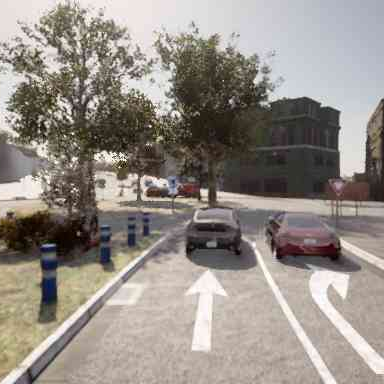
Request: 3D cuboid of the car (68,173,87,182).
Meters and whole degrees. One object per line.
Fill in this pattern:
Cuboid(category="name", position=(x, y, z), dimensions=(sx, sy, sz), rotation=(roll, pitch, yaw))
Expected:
Cuboid(category="car", position=(-29.978, -3.545, 87.016), dimensions=(4.892, 1.521, 2.231), rotation=(-4, 8, -35))

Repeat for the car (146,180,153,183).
Cuboid(category="car", position=(-7.482, -0.881, 64.342), dimensions=(1.837, 1.490, 4.892), rotation=(0, 5, -10))

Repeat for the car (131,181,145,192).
Cuboid(category="car", position=(-10.422, -0.761, 63.769), dimensions=(1.895, 1.301, 4.718), rotation=(0, 6, -10))

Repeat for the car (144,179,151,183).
Cuboid(category="car", position=(-9.938, -2.207, 76.237), dimensions=(1.882, 1.535, 5.008), rotation=(0, 6, -13))

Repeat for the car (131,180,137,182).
Cuboid(category="car", position=(-12.964, -2.153, 76.028), dimensions=(2.033, 1.411, 5.357), rotation=(0, 6, -13))

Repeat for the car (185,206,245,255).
Cuboid(category="car", position=(0.882, 1.282, 12.377), dimensions=(1.837, 1.490, 4.892), rotation=(0, 1, 7))

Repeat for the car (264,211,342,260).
Cuboid(category="car", position=(3.686, 1.360, 11.671), dimensions=(1.994, 1.385, 4.181), rotation=(0, 1, 7))

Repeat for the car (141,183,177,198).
Cuboid(category="car", position=(-5.000, -0.009, 49.644), dimensions=(4.553, 1.767, 2.097), rotation=(2, 2, 41))

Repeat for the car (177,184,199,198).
Cuboid(category="car", position=(-1.665, -0.166, 50.604), dimensions=(5.566, 2.045, 2.150), rotation=(1, 3, 31))
